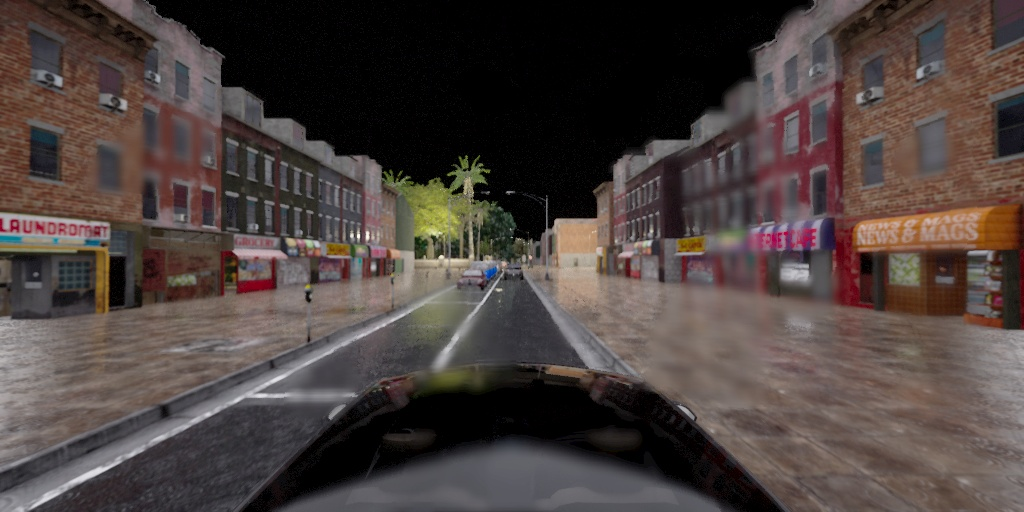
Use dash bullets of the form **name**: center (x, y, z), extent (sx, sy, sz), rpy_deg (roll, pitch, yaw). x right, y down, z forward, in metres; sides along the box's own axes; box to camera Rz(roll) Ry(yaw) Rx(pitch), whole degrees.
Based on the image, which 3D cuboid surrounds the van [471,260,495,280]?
- **van**: center (-2.592, 1.355, 29.671), extent (1.690, 1.789, 3.998), rpy_deg (0, 0, 0)

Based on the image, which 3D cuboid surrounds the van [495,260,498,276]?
- **van**: center (-2.582, 1.411, 35.135), extent (1.690, 1.789, 3.998), rpy_deg (0, 0, 0)

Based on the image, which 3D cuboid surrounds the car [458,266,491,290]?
- **car**: center (-2.601, 1.540, 24.207), extent (1.802, 1.307, 4.207), rpy_deg (0, 0, 0)

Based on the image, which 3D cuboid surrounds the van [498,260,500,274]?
- **van**: center (-2.573, 1.467, 40.599), extent (1.690, 1.789, 3.998), rpy_deg (0, 0, 0)

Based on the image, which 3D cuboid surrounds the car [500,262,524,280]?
- **car**: center (0.157, 1.565, 35.451), extent (2.128, 1.511, 4.902), rpy_deg (0, -1, 0)
